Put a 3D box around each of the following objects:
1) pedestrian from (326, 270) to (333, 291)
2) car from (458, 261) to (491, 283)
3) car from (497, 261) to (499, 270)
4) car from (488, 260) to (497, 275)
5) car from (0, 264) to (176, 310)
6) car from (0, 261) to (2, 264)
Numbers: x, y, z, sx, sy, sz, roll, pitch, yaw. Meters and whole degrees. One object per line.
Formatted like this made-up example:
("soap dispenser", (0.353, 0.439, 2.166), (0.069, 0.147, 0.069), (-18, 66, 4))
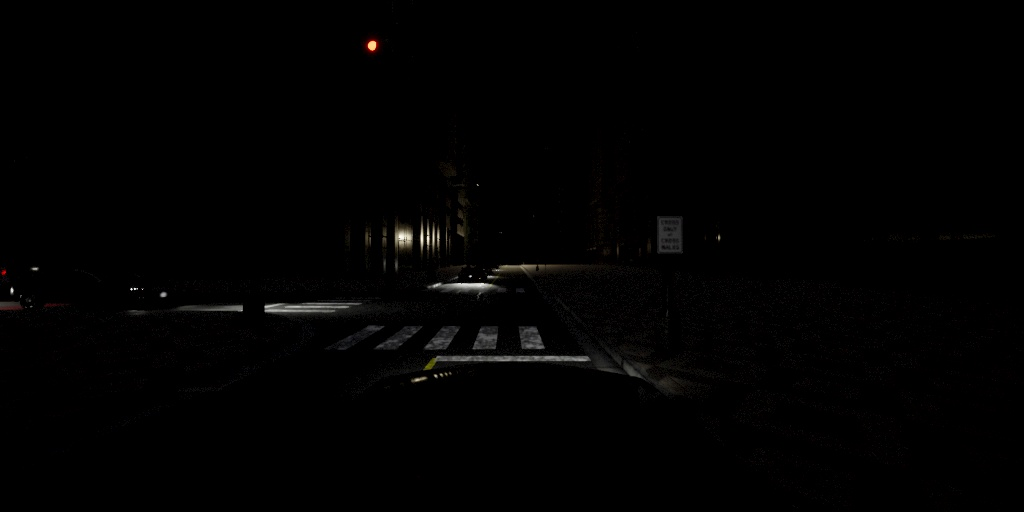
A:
("pedestrian", (-9.968, 0.974, 19.633), (0.375, 1.860, 0.375), (0, -1, 0))
("car", (-3.031, 1.327, 28.450), (1.994, 1.385, 4.181), (0, 0, 1))
("car", (-2.952, 1.349, 54.691), (1.837, 1.490, 4.892), (0, 0, 1))
("car", (-3.016, 1.334, 38.996), (2.033, 1.411, 5.357), (0, 0, 0))
("car", (-15.477, 1.178, 13.412), (4.902, 1.511, 2.128), (0, -1, 0))
("car", (-27.084, 0.945, 16.657), (5.566, 2.045, 2.150), (0, -1, 1))
